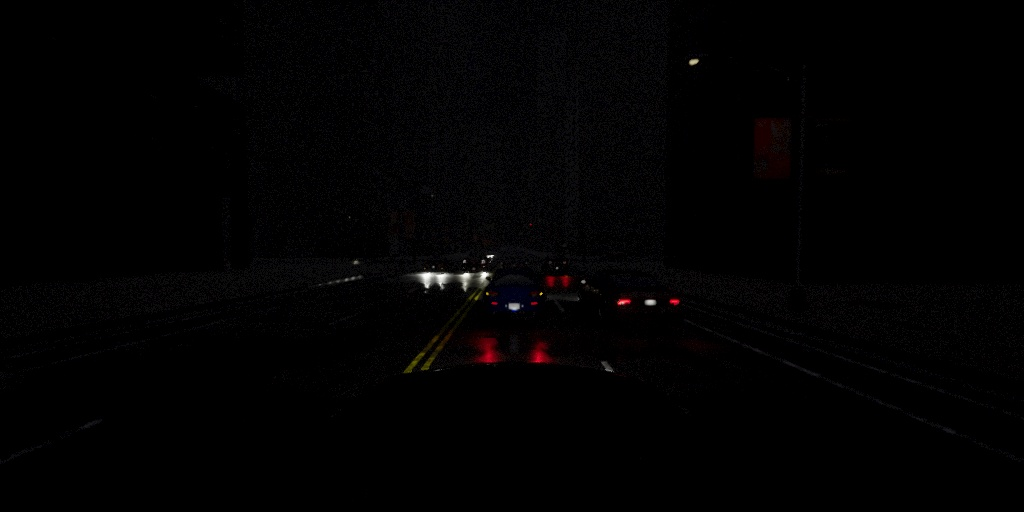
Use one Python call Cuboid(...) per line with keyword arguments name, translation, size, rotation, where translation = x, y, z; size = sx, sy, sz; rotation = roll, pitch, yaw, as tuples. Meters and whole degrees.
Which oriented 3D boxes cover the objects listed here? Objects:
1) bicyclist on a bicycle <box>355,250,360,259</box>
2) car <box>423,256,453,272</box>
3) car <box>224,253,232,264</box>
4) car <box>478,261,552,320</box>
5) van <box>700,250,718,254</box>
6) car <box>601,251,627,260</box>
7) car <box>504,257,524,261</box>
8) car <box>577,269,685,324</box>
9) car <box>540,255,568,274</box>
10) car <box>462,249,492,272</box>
Cuboid(name="bicyclist on a bicycle", translation=(-25.665, -0.236, 59.662), size=(0.582, 1.620, 1.656), rotation=(0, 2, 0))
Cuboid(name="car", translation=(-6.458, 0.673, 31.517), size=(1.994, 1.385, 4.181), rotation=(0, 1, 1))
Cuboid(name="car", translation=(-40.654, 0.449, 48.360), size=(4.829, 1.417, 1.751), rotation=(0, 0, 0))
Cuboid(name="car", translation=(0.085, 1.070, 11.507), size=(1.812, 1.442, 4.674), rotation=(0, 1, 1))
Cuboid(name="van", translation=(27.709, 0.045, 51.164), size=(3.998, 1.789, 1.690), rotation=(0, 0, 1))
Cuboid(name="car", translation=(16.906, -0.157, 59.787), size=(4.097, 1.591, 1.967), rotation=(0, 0, 1))
Cuboid(name="car", translation=(0.139, 0.777, 26.087), size=(2.033, 1.411, 5.357), rotation=(0, 1, 1))
Cuboid(name="car", translation=(3.330, 1.102, 11.066), size=(2.033, 1.411, 5.357), rotation=(0, 1, 1))
Cuboid(name="car", translation=(3.426, 0.650, 29.367), size=(2.128, 1.511, 4.902), rotation=(0, 1, 1))
Cuboid(name="car", translation=(-3.201, 0.441, 32.402), size=(2.097, 1.767, 4.553), rotation=(0, 1, 1))
